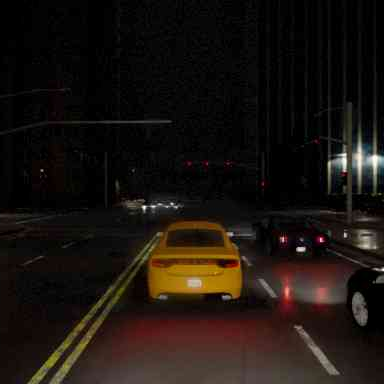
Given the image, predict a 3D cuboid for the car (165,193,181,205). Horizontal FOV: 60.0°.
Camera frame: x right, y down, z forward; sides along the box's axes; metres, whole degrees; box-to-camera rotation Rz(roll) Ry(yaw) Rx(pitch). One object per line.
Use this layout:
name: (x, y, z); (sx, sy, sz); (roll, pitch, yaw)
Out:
car: (-3.435, 1.221, 59.017); (2.150, 2.045, 5.566); (0, 0, 0)

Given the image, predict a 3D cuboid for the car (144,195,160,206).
car: (-6.957, 1.505, 56.071); (1.837, 1.490, 4.892); (0, 0, 0)

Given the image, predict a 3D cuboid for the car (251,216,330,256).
car: (3.612, 1.601, 13.184); (1.895, 1.301, 4.718); (0, 0, 0)

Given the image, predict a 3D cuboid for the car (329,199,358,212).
car: (19.011, 1.547, 38.890); (5.357, 1.411, 2.033); (0, 0, 0)

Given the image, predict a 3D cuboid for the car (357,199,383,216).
car: (18.757, 1.601, 31.686); (4.718, 1.301, 1.895); (0, 0, 0)

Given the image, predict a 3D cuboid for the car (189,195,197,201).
car: (0.186, 1.367, 80.118); (1.994, 1.385, 4.181); (0, 0, 0)

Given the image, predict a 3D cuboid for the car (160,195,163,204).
car: (-6.887, 1.352, 65.258); (2.097, 1.767, 4.553); (0, 0, 1)

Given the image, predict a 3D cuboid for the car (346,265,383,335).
car: (3.609, 1.505, 3.912); (1.837, 1.490, 4.892); (0, 0, 0)

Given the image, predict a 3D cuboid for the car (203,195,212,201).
car: (3.684, 1.429, 79.570); (1.837, 1.490, 4.892); (0, 0, 0)

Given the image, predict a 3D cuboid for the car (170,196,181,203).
car: (-3.350, 1.564, 68.376); (1.994, 1.385, 4.181); (0, 0, 1)

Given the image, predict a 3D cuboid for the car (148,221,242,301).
car: (0.074, 1.478, 8.423); (1.882, 1.535, 5.008); (0, 0, 1)
